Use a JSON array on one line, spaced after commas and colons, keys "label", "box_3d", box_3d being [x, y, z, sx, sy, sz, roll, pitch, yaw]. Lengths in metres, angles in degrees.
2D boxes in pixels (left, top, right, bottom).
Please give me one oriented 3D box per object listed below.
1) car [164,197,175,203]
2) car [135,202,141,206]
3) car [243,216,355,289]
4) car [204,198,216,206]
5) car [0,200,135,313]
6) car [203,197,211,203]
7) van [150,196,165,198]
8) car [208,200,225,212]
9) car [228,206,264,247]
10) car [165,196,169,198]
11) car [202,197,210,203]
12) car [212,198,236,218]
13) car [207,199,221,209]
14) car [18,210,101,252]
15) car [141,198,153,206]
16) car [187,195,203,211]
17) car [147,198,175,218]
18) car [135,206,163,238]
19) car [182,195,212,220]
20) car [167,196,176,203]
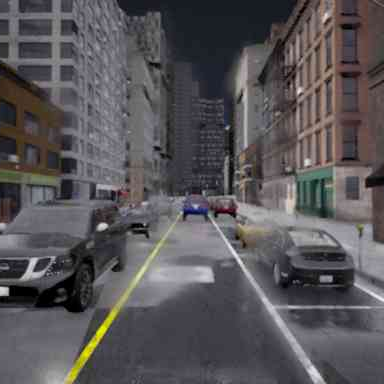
[{"label": "car", "box_3d": [-5.128, 1.813, 76.536, 2.008, 1.369, 4.403, 1, 0, 0]}, {"label": "car", "box_3d": [-5.549, 1.653, 26.054, 1.947, 1.339, 4.313, 1, 0, 0]}, {"label": "car", "box_3d": [2.836, 1.596, 9.154, 2.008, 1.369, 4.403, 1, 0, 0]}, {"label": "car", "box_3d": [3.256, 1.798, 59.636, 1.947, 1.339, 4.313, 1, 0, 0]}, {"label": "car", "box_3d": [-3.042, 1.246, 8.081, 2.150, 2.045, 5.566, 0, 0, 1]}, {"label": "car", "box_3d": [3.396, 1.868, 76.464, 1.802, 1.307, 4.206, 1, 0, 0]}, {"label": "van", "box_3d": [-5.359, 1.511, 48.491, 1.690, 1.788, 3.998, 1, 0, 0]}, {"label": "car", "box_3d": [3.117, 1.719, 42.809, 1.887, 1.381, 4.507, 1, 0, 0]}, {"label": "car", "box_3d": [2.885, 1.593, 14.934, 1.752, 1.417, 4.829, 1, 0, 0]}, {"label": "car", "box_3d": [-5.314, 1.630, 54.100, 1.967, 1.590, 4.097, 1, 0, 0]}, {"label": "car", "box_3d": [3.443, 1.848, 82.073, 1.887, 1.381, 4.507, 1, 0, 0]}, {"label": "car", "box_3d": [3.027, 1.447, 31.592, 2.192, 1.841, 5.009, 1, 0, 0]}, {"label": "car", "box_3d": [3.163, 1.776, 48.418, 1.802, 1.307, 4.206, 1, 0, 0]}, {"label": "car", "box_3d": [-5.642, 1.609, 14.836, 1.947, 1.339, 4.313, 1, 0, 0]}, {"label": "car", "box_3d": [-5.456, 1.711, 37.271, 1.802, 1.307, 4.206, 1, 0, 0]}, {"label": "car", "box_3d": [0.419, 1.400, 45.562, 2.150, 2.045, 5.566, 0, 0, 1]}, {"label": "car", "box_3d": [-2.755, 1.631, 31.154, 1.837, 1.490, 4.892, 0, -1, 1]}, {"label": "car", "box_3d": [-2.953, 1.665, 18.228, 1.895, 1.301, 4.718, 0, 0, 1]}, {"label": "car", "box_3d": [0.295, 1.337, 29.397, 2.150, 2.045, 5.566, 0, 0, 0]}, {"label": "car", "box_3d": [-5.082, 1.824, 82.145, 1.887, 1.381, 4.507, 1, 0, 0]}]
